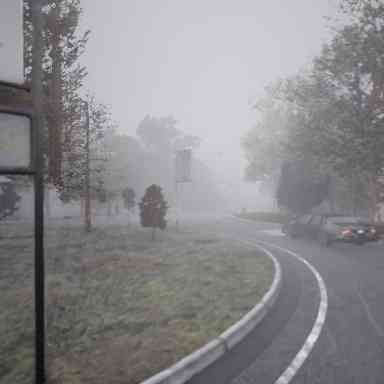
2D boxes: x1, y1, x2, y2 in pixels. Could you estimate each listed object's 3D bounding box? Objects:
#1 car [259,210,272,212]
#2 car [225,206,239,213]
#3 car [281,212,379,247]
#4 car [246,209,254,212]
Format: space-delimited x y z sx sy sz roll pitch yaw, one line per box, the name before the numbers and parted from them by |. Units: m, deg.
car | 16.587 4.872 77.210 1.895 1.301 4.718 -1 -5 22
car | 7.929 3.573 65.260 1.837 1.490 4.892 -1 -5 22
car | 6.202 1.670 15.713 2.033 1.411 5.357 -1 -1 -12
car | 13.690 4.892 79.379 1.882 1.535 5.008 -1 -5 22
